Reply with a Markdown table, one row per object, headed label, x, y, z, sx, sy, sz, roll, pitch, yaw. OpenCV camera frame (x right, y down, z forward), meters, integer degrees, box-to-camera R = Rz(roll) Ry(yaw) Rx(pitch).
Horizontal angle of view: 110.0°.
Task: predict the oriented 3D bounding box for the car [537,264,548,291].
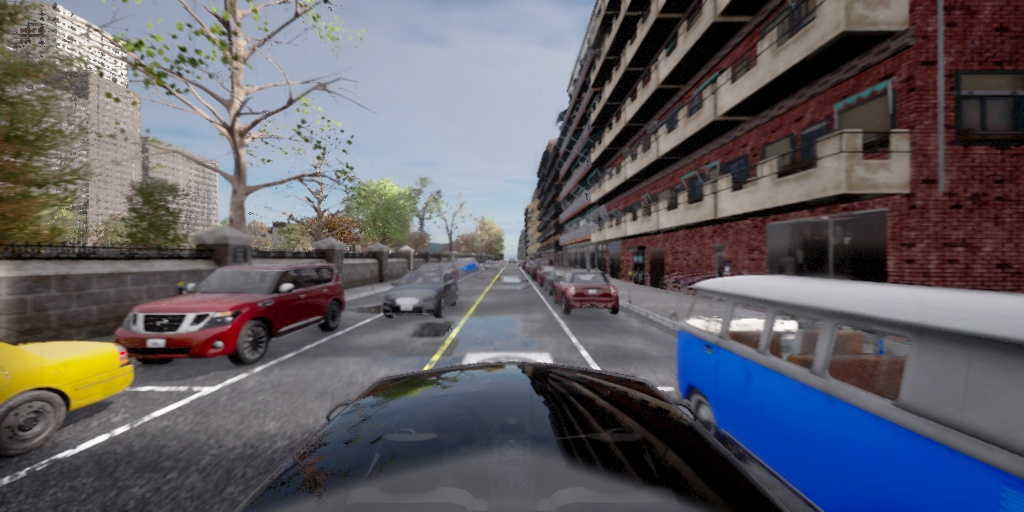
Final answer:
| label | x | y | z | sx | sy | sz | roll | pitch | yaw |
| --- | --- | --- | --- | --- | --- | --- | --- | --- | --- |
| car | 2.688 | 1.345 | 19.505 | 2.007 | 1.370 | 4.403 | 0 | 0 | 0 |

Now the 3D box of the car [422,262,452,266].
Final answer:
| label | x | y | z | sx | sy | sz | roll | pitch | yaw |
| --- | --- | --- | --- | --- | --- | --- | --- | --- | --- |
| car | -5.693 | 1.251 | 25.135 | 1.967 | 1.591 | 4.097 | 0 | 0 | 0 |

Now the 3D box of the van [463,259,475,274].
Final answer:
| label | x | y | z | sx | sy | sz | roll | pitch | yaw |
| --- | --- | --- | --- | --- | --- | --- | --- | --- | --- |
| van | -5.695 | 1.205 | 42.024 | 1.690 | 1.789 | 3.998 | 0 | 0 | 0 |

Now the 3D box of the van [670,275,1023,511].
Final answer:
| label | x | y | z | sx | sy | sz | roll | pitch | yaw |
| --- | --- | --- | --- | --- | --- | --- | --- | --- | --- |
| van | 2.690 | 1.093 | 2.614 | 1.690 | 1.789 | 3.998 | 0 | 0 | 0 |

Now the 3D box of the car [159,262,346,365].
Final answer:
| label | x | y | z | sx | sy | sz | roll | pitch | yaw |
| --- | --- | --- | --- | --- | --- | --- | --- | --- | --- |
| car | -5.692 | 1.081 | 8.244 | 2.192 | 1.841 | 5.009 | 0 | 0 | 0 |

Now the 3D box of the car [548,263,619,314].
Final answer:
| label | x | y | z | sx | sy | sz | roll | pitch | yaw |
| --- | --- | --- | --- | --- | --- | --- | --- | --- | --- |
| car | 2.689 | 1.220 | 13.875 | 1.967 | 1.591 | 4.097 | 0 | 0 | 0 |

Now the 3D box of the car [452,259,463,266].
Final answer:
| label | x | y | z | sx | sy | sz | roll | pitch | yaw |
| --- | --- | --- | --- | --- | --- | --- | --- | --- | --- |
| car | -5.693 | 1.268 | 30.764 | 1.967 | 1.591 | 4.097 | 0 | 0 | 0 |

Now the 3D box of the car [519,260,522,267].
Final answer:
| label | x | y | z | sx | sy | sz | roll | pitch | yaw |
| --- | --- | --- | --- | --- | --- | --- | --- | --- | --- |
| car | 2.685 | 1.241 | 58.914 | 2.192 | 1.841 | 5.009 | 0 | 0 | 0 |

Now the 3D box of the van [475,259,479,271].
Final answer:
| label | x | y | z | sx | sy | sz | roll | pitch | yaw |
| --- | --- | --- | --- | --- | --- | --- | --- | --- | --- |
| van | -5.695 | 1.224 | 47.653 | 1.690 | 1.789 | 3.998 | 0 | 0 | 0 |

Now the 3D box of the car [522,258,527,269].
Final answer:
| label | x | y | z | sx | sy | sz | roll | pitch | yaw |
| --- | --- | --- | --- | --- | --- | --- | --- | --- | --- |
| car | 2.686 | 1.323 | 47.654 | 1.967 | 1.591 | 4.097 | 0 | 0 | 0 |

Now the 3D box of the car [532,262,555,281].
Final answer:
| label | x | y | z | sx | sy | sz | roll | pitch | yaw |
| --- | --- | --- | --- | --- | --- | --- | --- | --- | --- |
| car | 2.687 | 1.356 | 25.134 | 1.888 | 1.381 | 4.507 | 0 | 0 | 0 |

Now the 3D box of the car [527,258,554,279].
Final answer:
| label | x | y | z | sx | sy | sz | roll | pitch | yaw |
| --- | --- | --- | --- | --- | --- | --- | --- | --- | --- |
| car | 2.687 | 1.142 | 30.764 | 2.192 | 1.841 | 5.009 | 0 | 0 | 0 |

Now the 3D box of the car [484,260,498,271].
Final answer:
| label | x | y | z | sx | sy | sz | roll | pitch | yaw |
| --- | --- | --- | --- | --- | --- | --- | --- | --- | --- |
| car | -3.075 | 1.507 | 53.729 | 1.895 | 1.301 | 4.718 | 0 | 0 | 0 |

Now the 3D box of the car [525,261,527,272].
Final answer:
| label | x | y | z | sx | sy | sz | roll | pitch | yaw |
| --- | --- | --- | --- | --- | --- | --- | --- | --- | --- |
| car | 2.686 | 1.395 | 36.395 | 2.007 | 1.370 | 4.403 | 0 | 0 | 0 |

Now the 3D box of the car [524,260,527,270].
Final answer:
| label | x | y | z | sx | sy | sz | roll | pitch | yaw |
| --- | --- | --- | --- | --- | --- | --- | --- | --- | --- |
| car | 2.686 | 1.408 | 42.025 | 1.888 | 1.381 | 4.507 | 0 | 0 | 0 |

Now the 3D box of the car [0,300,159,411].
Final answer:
| label | x | y | z | sx | sy | sz | roll | pitch | yaw |
| --- | --- | --- | --- | --- | --- | --- | --- | --- | --- |
| car | -5.691 | 1.278 | 2.444 | 1.751 | 1.417 | 4.829 | 0 | 0 | 0 |

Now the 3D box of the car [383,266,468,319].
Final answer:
| label | x | y | z | sx | sy | sz | roll | pitch | yaw |
| --- | --- | --- | --- | --- | --- | --- | --- | --- | --- |
| car | -3.088 | 1.270 | 13.009 | 2.128 | 1.511 | 4.902 | 0 | 0 | 0 |
